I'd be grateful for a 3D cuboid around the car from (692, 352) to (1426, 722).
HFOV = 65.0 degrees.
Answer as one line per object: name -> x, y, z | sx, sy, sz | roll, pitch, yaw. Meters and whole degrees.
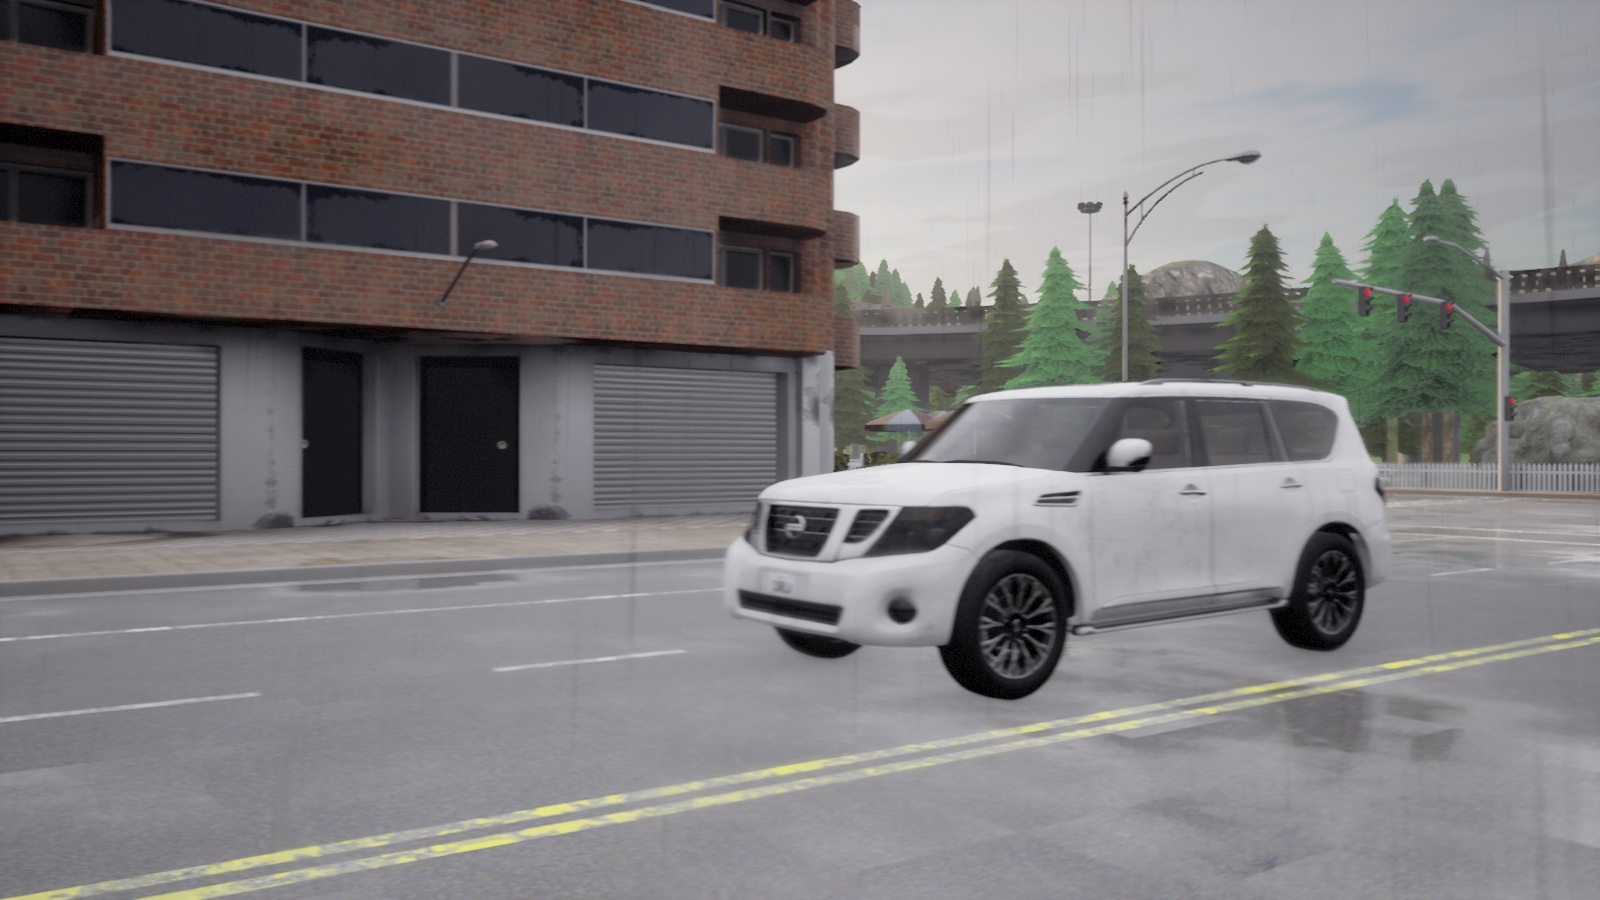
car -> 2.150, 0.482, 9.421 | 5.566, 2.045, 2.150 | 0, 0, -35
